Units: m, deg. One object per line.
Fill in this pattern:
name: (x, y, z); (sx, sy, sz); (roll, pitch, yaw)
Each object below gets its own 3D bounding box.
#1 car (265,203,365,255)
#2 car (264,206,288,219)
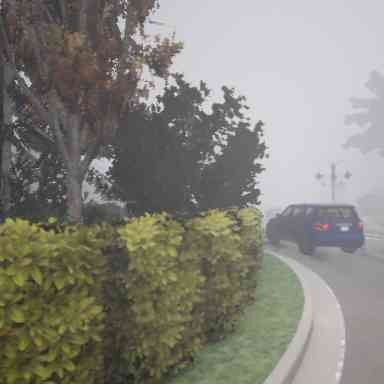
car: (5.236, 1.525, 14.935); (2.150, 2.045, 5.566); (0, -1, -9)
car: (10.073, 2.399, 39.484); (1.994, 1.385, 4.181); (-1, -2, 25)
